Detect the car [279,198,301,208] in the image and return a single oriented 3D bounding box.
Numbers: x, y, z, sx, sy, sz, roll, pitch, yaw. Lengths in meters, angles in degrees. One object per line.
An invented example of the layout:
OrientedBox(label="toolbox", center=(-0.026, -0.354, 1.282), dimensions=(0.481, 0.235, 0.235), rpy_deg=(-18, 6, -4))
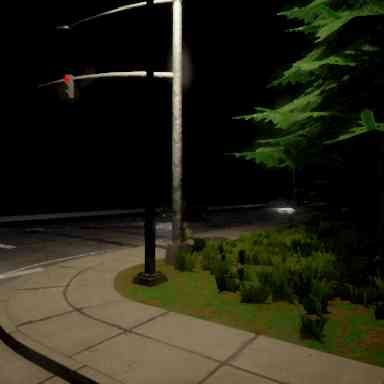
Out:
OrientedBox(label="car", center=(13.483, 1.537, 45.649), dimensions=(1.994, 1.385, 4.181), rpy_deg=(0, 0, 37))

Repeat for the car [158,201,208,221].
OrientedBox(label="car", center=(-0.597, 1.476, 25.832), dimensions=(1.837, 1.490, 4.892), rpy_deg=(0, 0, 35))
